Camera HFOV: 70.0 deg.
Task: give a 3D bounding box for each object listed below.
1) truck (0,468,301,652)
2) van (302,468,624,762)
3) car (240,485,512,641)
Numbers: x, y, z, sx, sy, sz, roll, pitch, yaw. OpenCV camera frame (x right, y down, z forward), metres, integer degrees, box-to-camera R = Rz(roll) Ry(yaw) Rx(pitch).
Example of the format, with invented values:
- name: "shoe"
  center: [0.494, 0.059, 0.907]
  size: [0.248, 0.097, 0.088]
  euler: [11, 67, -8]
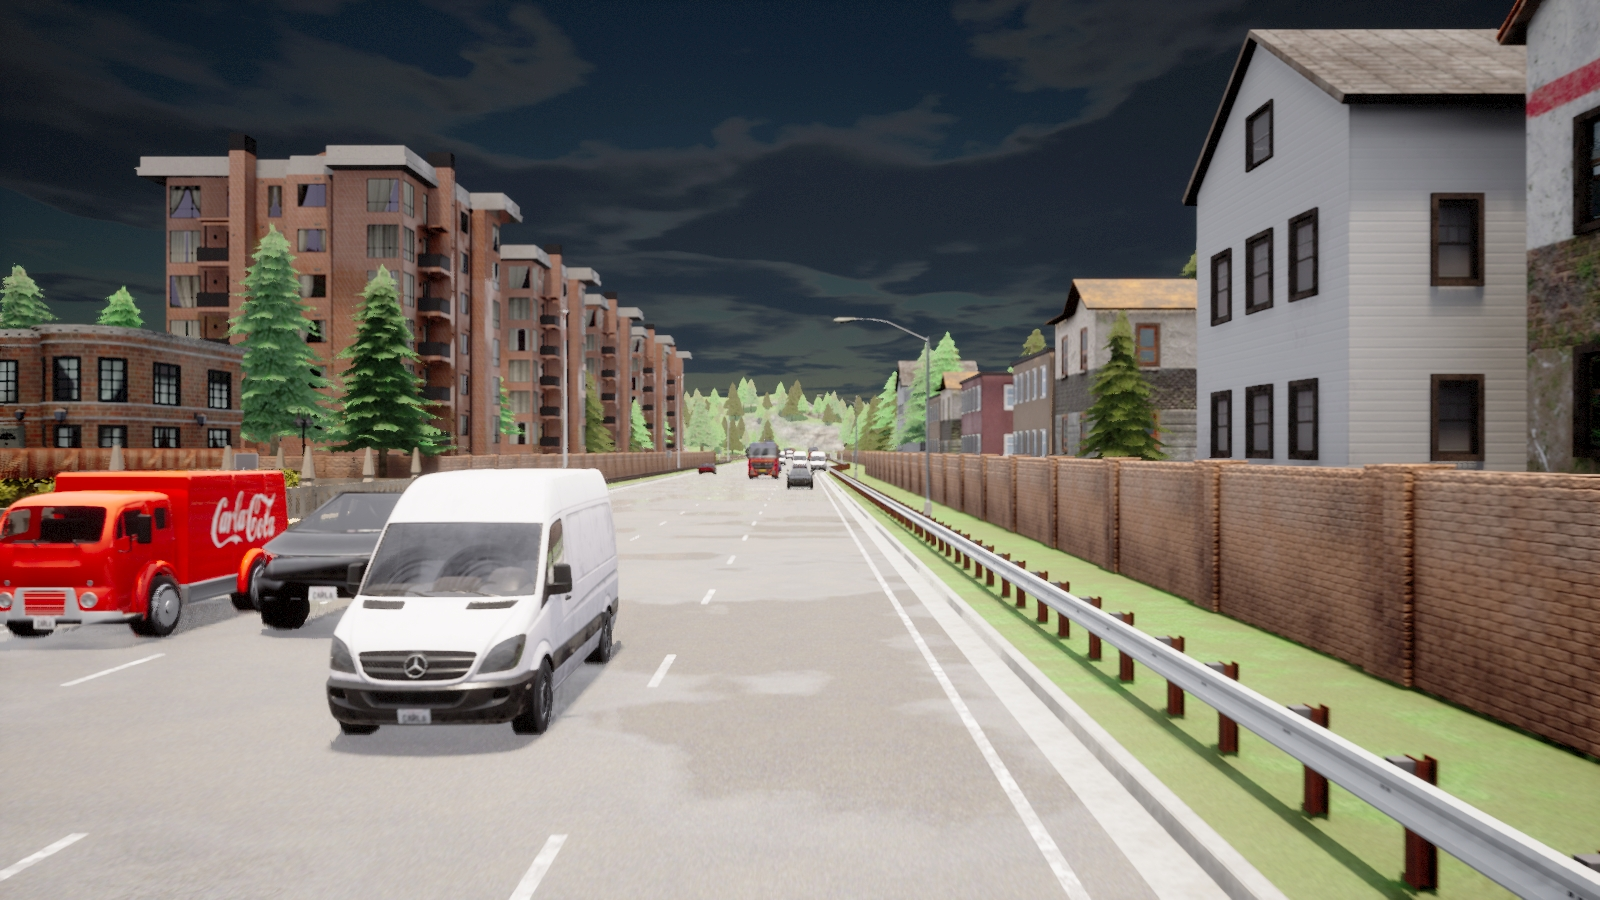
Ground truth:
- name: "truck"
  center: [-10.507, 1.568, 18.466]
  size: [2.627, 2.467, 5.204]
  euler: [0, 0, 0]
- name: "van"
  center: [-3.495, 1.534, 13.261]
  size: [1.988, 2.561, 5.915]
  euler: [0, 0, 0]
- name: "car"
  center: [-7.000, 1.754, 19.863]
  size: [2.390, 2.098, 6.274]
  euler: [0, 0, 0]
